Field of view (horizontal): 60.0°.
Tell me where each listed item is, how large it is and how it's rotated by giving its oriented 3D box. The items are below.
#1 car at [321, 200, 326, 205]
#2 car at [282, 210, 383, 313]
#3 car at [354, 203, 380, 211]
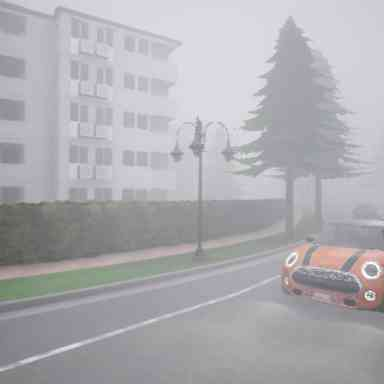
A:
[{"bbox_3d":[28.661,2.470,74.235,1.837,1.490,4.892,0,-1,10],"label":"car"},{"bbox_3d":[4.039,1.498,8.170,2.097,1.767,4.553,0,-1,42],"label":"car"},{"bbox_3d":[17.827,1.963,33.987,2.097,1.767,4.553,0,-1,19],"label":"car"}]
